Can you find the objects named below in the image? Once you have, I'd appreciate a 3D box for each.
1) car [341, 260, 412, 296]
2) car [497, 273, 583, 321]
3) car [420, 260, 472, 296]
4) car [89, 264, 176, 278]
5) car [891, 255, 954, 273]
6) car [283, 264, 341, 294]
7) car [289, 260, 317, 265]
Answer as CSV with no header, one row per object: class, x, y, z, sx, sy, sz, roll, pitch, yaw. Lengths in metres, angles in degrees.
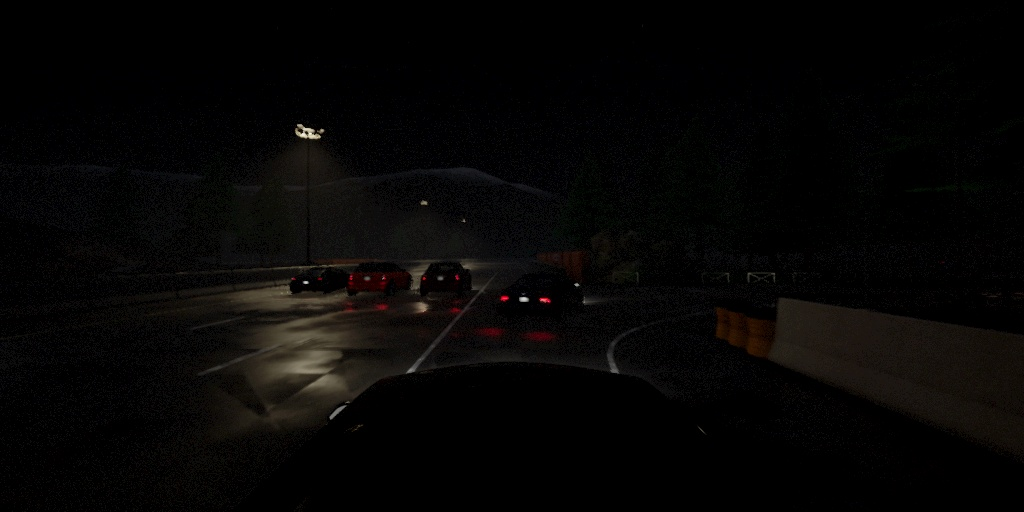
car,-6.905,1.091,19.222,2.097,1.767,4.553,0,0,0
car,1.181,1.291,12.611,2.033,1.411,5.357,0,0,19
car,-3.405,1.091,19.215,2.097,1.767,4.553,0,0,0
car,-24.604,1.261,23.466,1.812,1.442,4.674,0,0,0
car,47.571,0.917,41.517,2.150,2.045,5.566,0,0,1
car,-10.405,1.302,20.092,1.994,1.385,4.181,0,0,0
car,-24.593,1.230,41.906,1.837,1.490,4.892,0,0,0
